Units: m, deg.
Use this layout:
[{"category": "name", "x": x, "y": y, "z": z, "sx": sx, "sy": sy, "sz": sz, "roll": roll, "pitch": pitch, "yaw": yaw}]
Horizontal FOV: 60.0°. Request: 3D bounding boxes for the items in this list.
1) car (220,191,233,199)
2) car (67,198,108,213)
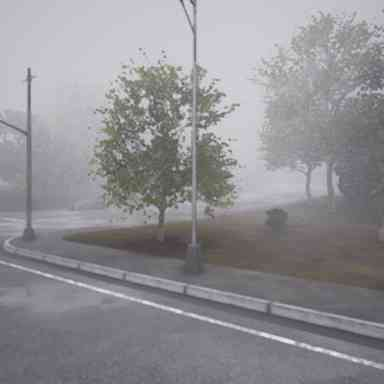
[{"category": "car", "x": 4.869, "y": 0.292, "z": 54.734, "sx": 1.837, "sy": 1.490, "sz": 4.892, "roll": 0, "pitch": 3, "yaw": 38}, {"category": "car", "x": -10.878, "y": 1.374, "z": 34.927, "sx": 1.994, "sy": 1.385, "sz": 4.181, "roll": 0, "pitch": 1, "yaw": 38}]
